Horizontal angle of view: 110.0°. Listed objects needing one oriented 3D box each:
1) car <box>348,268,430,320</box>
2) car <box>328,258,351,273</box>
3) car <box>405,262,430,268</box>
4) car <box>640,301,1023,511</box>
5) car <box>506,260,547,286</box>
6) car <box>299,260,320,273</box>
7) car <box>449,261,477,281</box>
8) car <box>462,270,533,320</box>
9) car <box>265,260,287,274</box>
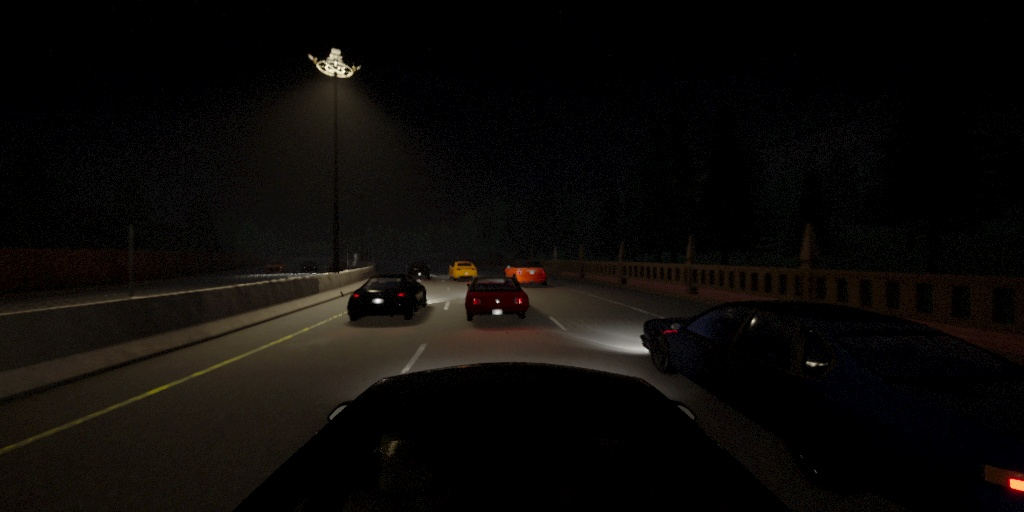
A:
[{"bbox_3d":[-4.232,1.314,12.724,1.994,1.385,4.181,0,0,-6],"label":"car"},{"bbox_3d":[-17.879,1.244,37.241,1.882,1.535,5.008,0,0,-23],"label":"car"},{"bbox_3d":[-8.450,1.241,32.256,1.837,1.490,4.892,0,0,-18],"label":"car"},{"bbox_3d":[3.450,1.279,4.453,2.033,1.411,5.357,0,0,-2],"label":"car"},{"bbox_3d":[0.814,1.062,24.656,2.097,1.767,4.553,0,0,-12],"label":"car"},{"bbox_3d":[-25.028,1.287,44.477,1.837,1.490,4.892,0,0,-27],"label":"car"},{"bbox_3d":[-4.199,1.199,30.261,1.882,1.535,5.008,0,0,-16],"label":"car"},{"bbox_3d":[-0.652,1.336,12.612,1.895,1.301,4.718,0,0,-6],"label":"car"},{"bbox_3d":[-28.096,1.276,42.789,1.882,1.535,5.008,0,0,-27],"label":"car"}]
